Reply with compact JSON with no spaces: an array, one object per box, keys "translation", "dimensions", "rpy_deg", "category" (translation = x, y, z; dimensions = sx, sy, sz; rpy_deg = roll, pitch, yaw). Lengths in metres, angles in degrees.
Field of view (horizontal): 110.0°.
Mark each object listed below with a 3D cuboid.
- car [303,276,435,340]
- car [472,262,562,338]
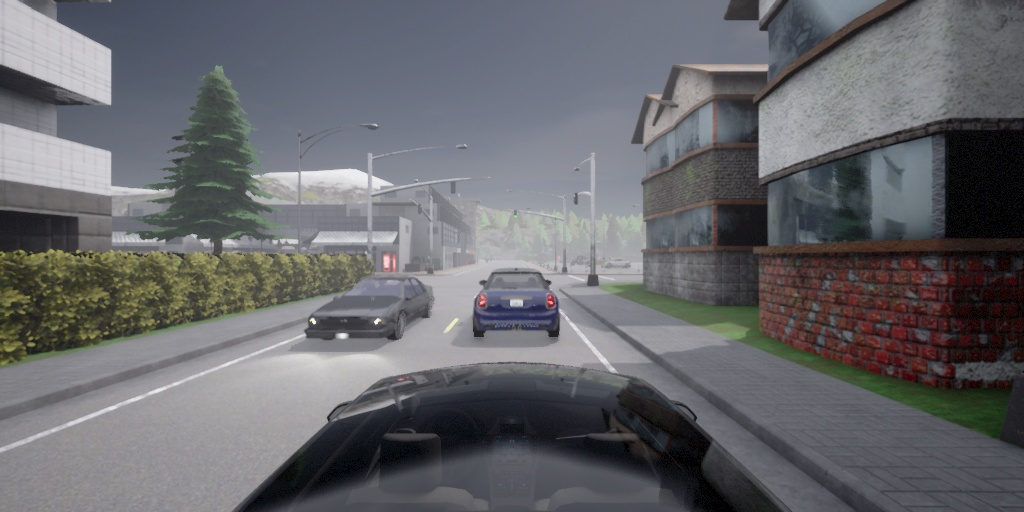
[{"translation":[-3.558,1.300,10.219],"dimensions":[2.033,1.411,5.357],"rpy_deg":[0,0,0],"category":"car"},{"translation":[0.104,1.104,10.362],"dimensions":[2.097,1.767,4.553],"rpy_deg":[0,0,0],"category":"car"}]
